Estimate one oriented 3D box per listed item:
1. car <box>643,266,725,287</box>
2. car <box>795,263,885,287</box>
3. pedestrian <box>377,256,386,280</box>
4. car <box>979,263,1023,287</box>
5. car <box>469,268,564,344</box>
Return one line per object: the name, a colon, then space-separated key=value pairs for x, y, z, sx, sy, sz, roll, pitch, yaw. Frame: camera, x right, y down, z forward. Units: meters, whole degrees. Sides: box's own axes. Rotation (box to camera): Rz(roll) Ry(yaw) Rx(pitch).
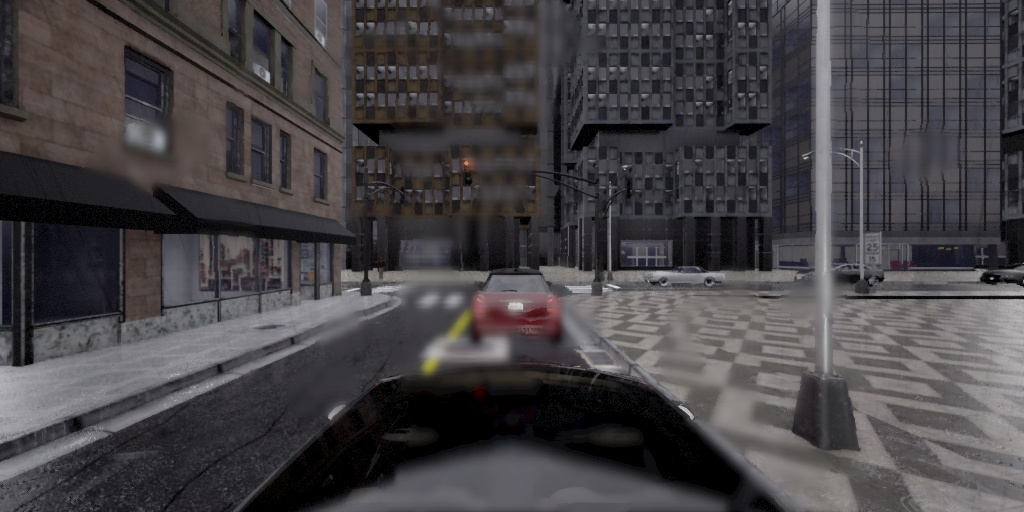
car: x=11.195 y=1.332 z=23.647 sx=4.718 sy=1.301 sz=1.895 roll=0 pitch=0 yaw=1
car: x=21.388 y=1.209 z=23.532 sx=4.902 sy=1.511 sz=2.128 roll=0 pitch=0 yaw=1
pedestrian: x=-9.838 y=0.902 z=26.913 sx=0.375 sy=1.860 sz=0.375 roll=0 pitch=0 yaw=1
car: x=33.731 y=1.206 z=23.382 sx=4.892 sy=1.490 sz=1.837 roll=0 pitch=0 yaw=1
car: x=0.069 y=1.102 z=9.731 sx=2.097 sy=1.767 sz=4.553 roll=0 pitch=0 yaw=-1
